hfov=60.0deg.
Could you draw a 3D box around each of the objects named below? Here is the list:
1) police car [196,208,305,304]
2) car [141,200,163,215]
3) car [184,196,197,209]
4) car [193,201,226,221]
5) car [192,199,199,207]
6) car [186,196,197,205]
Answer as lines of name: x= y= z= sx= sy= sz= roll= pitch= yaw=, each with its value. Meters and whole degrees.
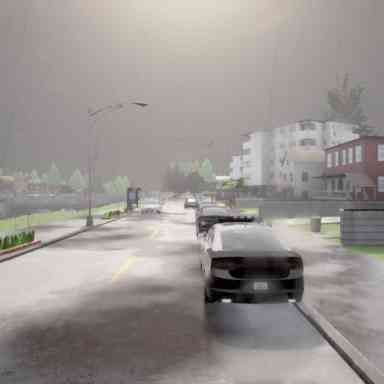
police car: x=1.187 y=1.425 z=8.351 sx=1.930 sy=1.638 sz=5.238 roll=0 pitch=0 yaw=0
car: x=-4.052 y=1.525 z=34.073 sx=1.812 sy=1.442 sz=4.674 roll=0 pitch=0 yaw=0
car: x=-0.044 y=1.563 z=45.757 sx=1.994 sy=1.385 sz=4.181 roll=0 pitch=0 yaw=0
car: x=1.172 y=1.477 z=18.241 sx=1.882 sy=1.535 sz=5.008 roll=0 pitch=0 yaw=0
car: x=1.163 y=1.505 z=24.241 sx=1.837 sy=1.490 sz=4.892 roll=0 pitch=0 yaw=0
car: x=-0.088 y=1.476 z=59.082 sx=1.882 sy=1.535 sz=5.008 roll=0 pitch=0 yaw=0
